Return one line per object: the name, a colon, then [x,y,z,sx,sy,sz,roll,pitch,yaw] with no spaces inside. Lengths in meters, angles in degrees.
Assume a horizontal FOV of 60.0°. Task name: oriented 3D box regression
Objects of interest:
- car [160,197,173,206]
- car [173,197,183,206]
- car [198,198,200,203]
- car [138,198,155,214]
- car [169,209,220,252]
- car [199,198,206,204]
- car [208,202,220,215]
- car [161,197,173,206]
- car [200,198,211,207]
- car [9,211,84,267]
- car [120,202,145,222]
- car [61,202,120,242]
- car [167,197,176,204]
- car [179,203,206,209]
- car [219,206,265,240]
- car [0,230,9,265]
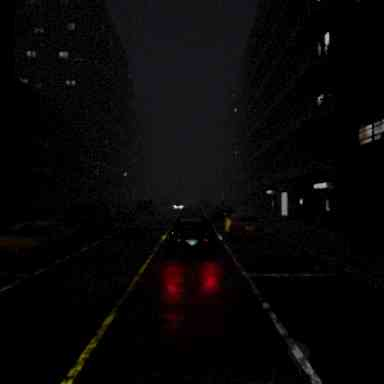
car: [-5.644,2.229,68.928,1.947,1.339,4.313,1,-1,0]
car: [-2.966,2.212,71.895,2.128,1.511,4.902,0,-1,0]
car: [2.742,2.342,80.352,1.947,1.339,4.313,1,-1,0]
car: [-5.652,1.702,40.508,2.192,1.841,5.009,1,-1,0]
car: [0.012,1.663,14.392,1.812,1.442,4.674,0,0,0]
car: [2.745,2.359,86.207,1.752,1.417,4.829,1,-1,0]
car: [2.718,1.845,29.194,1.947,1.339,4.313,1,-1,0]
car: [-5.636,2.034,74.614,2.192,1.841,5.009,1,-1,0]
car: [2.732,2.080,57.785,1.752,1.417,4.829,1,-1,0]
car: [-5.669,1.639,11.914,1.752,1.417,4.829,1,-1,0]
car: [-5.662,1.829,29.137,2.008,1.369,4.403,1,-1,0]
car: [-5.662,1.484,17.771,2.192,1.841,5.009,1,-1,0]
car: [-5.628,2.203,91.667,2.192,1.841,5.009,1,-1,0]
car: [0.015,1.879,29.128,1.895,1.301,4.718,0,-1,0]
car: [2.713,1.697,17.995,1.752,1.417,4.829,1,-1,0]
car: [-5.673,1.643,6.400,1.802,1.307,4.206,1,-1,0]
